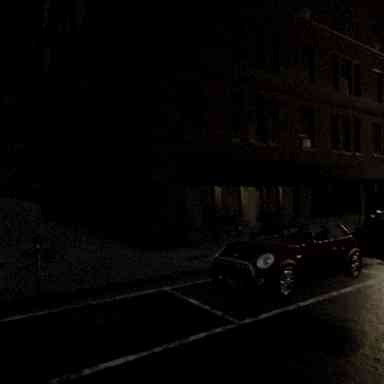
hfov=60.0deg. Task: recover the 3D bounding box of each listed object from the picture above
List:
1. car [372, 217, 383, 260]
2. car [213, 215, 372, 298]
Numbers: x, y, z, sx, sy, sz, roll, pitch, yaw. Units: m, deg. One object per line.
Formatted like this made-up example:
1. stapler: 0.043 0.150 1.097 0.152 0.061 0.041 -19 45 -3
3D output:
1. car: 6.942 1.560 11.610 4.313 1.339 1.947 0 -1 -35
2. car: 2.458 1.437 8.415 4.097 1.590 1.967 0 -1 -35
